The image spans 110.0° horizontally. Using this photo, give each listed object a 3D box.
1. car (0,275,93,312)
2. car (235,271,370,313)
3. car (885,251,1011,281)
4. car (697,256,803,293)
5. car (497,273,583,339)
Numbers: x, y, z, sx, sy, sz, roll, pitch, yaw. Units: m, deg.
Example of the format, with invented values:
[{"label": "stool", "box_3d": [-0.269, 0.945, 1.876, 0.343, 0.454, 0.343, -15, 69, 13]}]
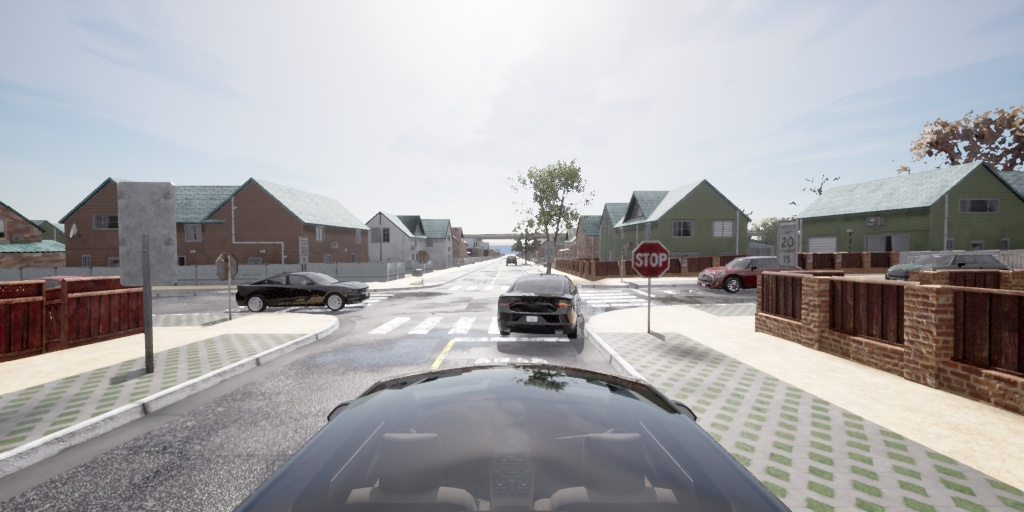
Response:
[{"label": "car", "box_3d": [-18.036, 1.547, 14.694, 5.008, 1.535, 1.882, -1, 2, 0]}, {"label": "car", "box_3d": [-8.483, 1.377, 14.767, 5.008, 1.535, 1.882, -1, 2, 0]}, {"label": "car", "box_3d": [21.683, 0.646, 17.955, 4.553, 1.767, 2.097, -1, 2, 0]}, {"label": "car", "box_3d": [11.788, 0.820, 17.872, 4.553, 1.767, 2.097, -1, 2, 0]}, {"label": "car", "box_3d": [0.948, 1.224, 10.251, 1.882, 1.535, 5.008, 0, 0, 12]}]
